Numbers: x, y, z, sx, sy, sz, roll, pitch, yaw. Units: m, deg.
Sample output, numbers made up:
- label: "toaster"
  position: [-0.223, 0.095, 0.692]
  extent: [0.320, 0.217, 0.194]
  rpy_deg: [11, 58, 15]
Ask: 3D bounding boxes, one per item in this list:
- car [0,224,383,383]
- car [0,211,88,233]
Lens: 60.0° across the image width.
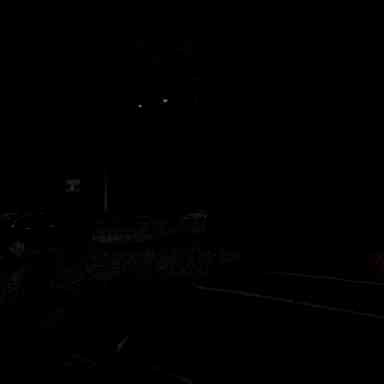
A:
- label: "car"
  position: [0.826, 1.315, 2.219]
  extent: [5.009, 1.841, 2.192]
  rpy_deg: [0, 0, 36]
- label: "car"
  position: [-5.839, 1.477, 12.375]
  extent: [1.837, 1.490, 4.892]
  rpy_deg: [-3, -1, 26]
